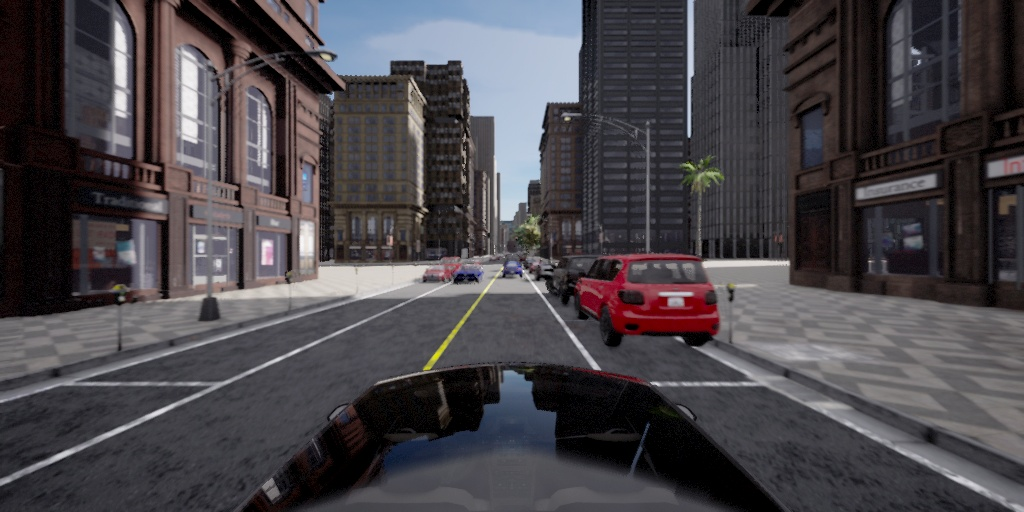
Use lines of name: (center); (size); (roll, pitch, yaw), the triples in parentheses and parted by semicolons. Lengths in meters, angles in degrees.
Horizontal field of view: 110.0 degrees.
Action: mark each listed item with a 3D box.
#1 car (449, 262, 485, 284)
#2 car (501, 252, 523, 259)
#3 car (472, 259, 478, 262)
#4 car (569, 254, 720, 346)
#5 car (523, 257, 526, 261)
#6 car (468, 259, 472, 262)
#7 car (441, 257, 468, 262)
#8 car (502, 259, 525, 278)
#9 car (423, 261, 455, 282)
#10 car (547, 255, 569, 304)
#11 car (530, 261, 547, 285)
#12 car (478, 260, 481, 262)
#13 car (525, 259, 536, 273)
car: (-3.106, 1.324, 26.315); (1.895, 1.301, 4.718); (0, 0, 0)
car: (0.041, 0.901, 47.435); (2.150, 2.045, 5.566); (0, 1, 1)
car: (-7.507, 1.046, 52.136); (4.403, 1.370, 2.007); (0, 0, -9)
car: (3.104, 0.963, 9.475); (2.150, 2.045, 5.566); (0, 0, 0)
car: (2.748, 1.231, 50.687); (1.948, 1.339, 4.313); (0, 0, 0)
car: (-5.774, 1.140, 38.725); (1.967, 1.591, 4.097); (0, 0, 0)
car: (-5.772, 1.027, 33.423); (2.192, 1.841, 5.009); (0, 0, 0)
car: (0.056, 1.238, 33.522); (1.812, 1.442, 4.674); (0, 0, 0)
car: (-5.770, 1.303, 28.122); (1.802, 1.307, 4.207); (0, 0, 0)
car: (3.095, 0.956, 16.495); (2.150, 2.045, 5.566); (0, 0, 0)
car: (2.754, 1.286, 29.084); (1.948, 1.339, 4.313); (0, 0, 0)
car: (-5.780, 1.216, 58.055); (1.802, 1.307, 4.207); (0, 0, 0)
car: (2.751, 1.281, 39.885); (1.802, 1.307, 4.207); (0, 0, 0)
